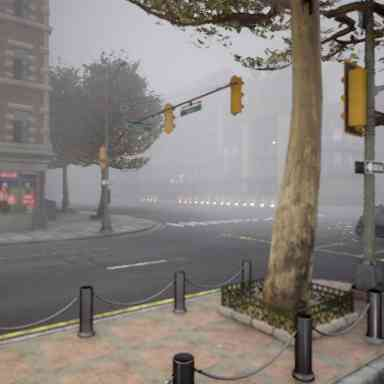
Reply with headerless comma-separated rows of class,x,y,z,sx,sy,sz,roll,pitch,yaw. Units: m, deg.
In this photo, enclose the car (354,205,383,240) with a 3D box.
car,9.827,1.412,14.753,2.097,1.767,4.553,0,0,-36
